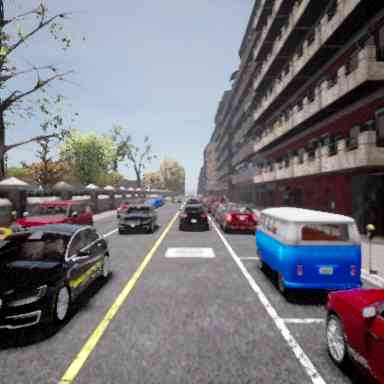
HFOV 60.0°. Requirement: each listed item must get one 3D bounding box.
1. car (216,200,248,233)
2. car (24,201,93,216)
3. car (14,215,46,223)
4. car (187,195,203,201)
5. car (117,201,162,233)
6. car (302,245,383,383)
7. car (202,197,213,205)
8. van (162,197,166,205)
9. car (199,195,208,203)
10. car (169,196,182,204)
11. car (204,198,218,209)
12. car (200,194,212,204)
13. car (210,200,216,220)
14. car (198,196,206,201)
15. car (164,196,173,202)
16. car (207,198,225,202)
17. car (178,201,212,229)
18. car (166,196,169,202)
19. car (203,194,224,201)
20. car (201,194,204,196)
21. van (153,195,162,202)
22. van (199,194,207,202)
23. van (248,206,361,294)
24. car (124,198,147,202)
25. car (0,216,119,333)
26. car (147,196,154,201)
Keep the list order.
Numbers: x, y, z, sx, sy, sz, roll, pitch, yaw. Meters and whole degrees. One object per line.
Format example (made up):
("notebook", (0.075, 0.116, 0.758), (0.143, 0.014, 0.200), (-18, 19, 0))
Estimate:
("car", (2.693, 1.455, 19.784), (1.967, 1.590, 4.097), (0, 0, 0))
("car", (-5.687, 1.325, 14.154), (2.192, 1.841, 5.009), (0, 0, 0))
("car", (-5.687, 1.530, 8.354), (1.752, 1.417, 4.829), (0, 0, 0))
("car", (0.094, 1.553, 44.258), (1.837, 1.490, 4.892), (0, 0, 0))
("car", (-3.083, 1.520, 19.812), (1.837, 1.490, 4.892), (0, 0, 0))
("car", (2.693, 1.546, 2.893), (1.887, 1.381, 4.507), (0, 0, 0))
("car", (2.690, 1.658, 59.195), (1.802, 1.307, 4.206), (0, 0, 0))
("van", (-5.690, 1.405, 53.564), (1.690, 1.788, 3.998), (0, 0, 0))
("car", (2.689, 1.559, 76.085), (1.967, 1.590, 4.097), (0, 0, 0))
("car", (-3.013, 1.587, 66.016), (2.128, 1.511, 4.902), (0, 0, 0))
("car", (2.690, 1.598, 47.935), (1.887, 1.381, 4.507), (0, 0, 0))
("car", (2.690, 1.404, 64.825), (2.192, 1.841, 5.009), (0, 0, 0))
("car", (2.691, 1.572, 25.414), (2.008, 1.369, 4.403), (0, 0, 0))
("car", (2.688, 1.715, 87.346), (1.947, 1.339, 4.313), (0, 0, 0))
("car", (-5.692, 1.659, 81.546), (1.752, 1.417, 4.829), (0, 0, 0))
("car", (2.692, 1.572, 31.044), (1.887, 1.381, 4.507), (0, 0, 0))
("car", (0.107, 1.543, 21.851), (1.812, 1.442, 4.674), (0, 0, 0))
("car", (-5.691, 1.627, 59.194), (2.008, 1.369, 4.403), (0, 0, 0))
("car", (2.692, 1.350, 36.674), (2.192, 1.841, 5.009), (0, 0, 0))
("car", (2.690, 1.504, 53.564), (1.967, 1.590, 4.097), (0, 0, 0))
("van", (-5.690, 1.394, 47.935), (1.690, 1.788, 3.998), (0, 0, 0))
("van", (2.689, 1.475, 81.716), (1.690, 1.788, 3.998), (0, 0, 0))
("van", (2.694, 1.346, 8.524), (1.690, 1.788, 3.998), (0, 0, 0))
("car", (-5.689, 1.468, 31.045), (1.967, 1.590, 4.097), (0, 0, 0))
("car", (-3.098, 1.509, 7.146), (1.837, 1.490, 4.892), (0, 0, 0))
("car", (-5.688, 1.476, 36.674), (1.967, 1.590, 4.097), (0, 0, 0))
